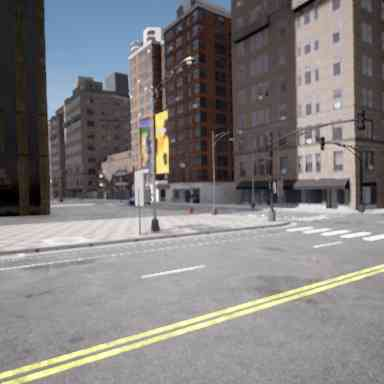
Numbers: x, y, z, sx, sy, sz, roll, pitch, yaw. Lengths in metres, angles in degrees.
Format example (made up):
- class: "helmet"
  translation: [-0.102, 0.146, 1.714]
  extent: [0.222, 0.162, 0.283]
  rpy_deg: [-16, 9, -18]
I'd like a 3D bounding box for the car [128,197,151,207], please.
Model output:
- class: "car"
  translation: [-7.722, 1.425, 48.651]
  extent: [1.882, 1.535, 5.008]
  rpy_deg: [-2, 1, -35]
